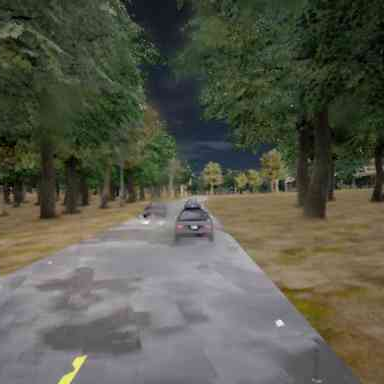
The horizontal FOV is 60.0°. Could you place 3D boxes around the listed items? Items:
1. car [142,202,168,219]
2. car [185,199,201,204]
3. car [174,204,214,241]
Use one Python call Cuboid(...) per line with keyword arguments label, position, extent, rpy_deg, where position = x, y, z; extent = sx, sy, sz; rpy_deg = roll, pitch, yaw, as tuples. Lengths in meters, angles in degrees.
Cuboid(label="car", position=(-3.089, 1.546, 29.243), extent=(2.033, 1.411, 5.357), rpy_deg=(0, 0, 0))
Cuboid(label="car", position=(0.090, 1.554, 40.195), extent=(1.994, 1.385, 4.181), rpy_deg=(0, 0, 0))
Cuboid(label="car", position=(0.096, 1.543, 16.616), extent=(2.033, 1.411, 5.357), rpy_deg=(0, 0, 0))
